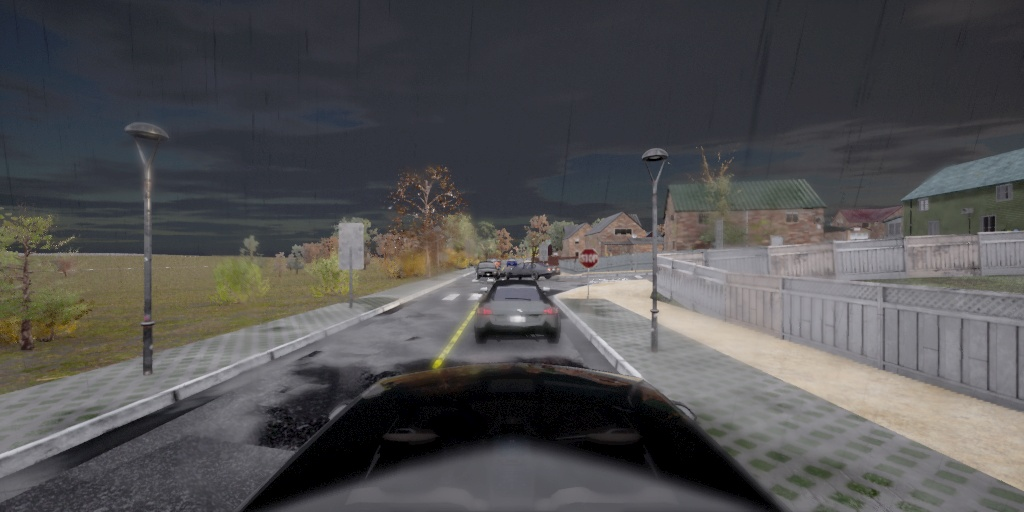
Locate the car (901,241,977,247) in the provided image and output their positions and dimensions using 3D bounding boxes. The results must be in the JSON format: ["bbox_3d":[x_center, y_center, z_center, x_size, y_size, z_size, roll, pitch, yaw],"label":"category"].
[{"bbox_3d":[23.885,-0.208,20.579,4.902,1.511,2.128,-3,0,14],"label":"car"}]

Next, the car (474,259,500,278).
[{"bbox_3d":[-2.256,1.258,31.532,1.837,1.490,4.892,0,0,-8],"label":"car"}]

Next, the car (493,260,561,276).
[{"bbox_3d":[1.332,1.198,28.621,5.357,1.411,2.033,-4,-3,43],"label":"car"}]

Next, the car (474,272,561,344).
[{"bbox_3d":[0.101,1.313,9.606,1.994,1.385,4.181,0,0,-1],"label":"car"}]

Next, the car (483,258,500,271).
[{"bbox_3d":[-2.855,1.121,51.350,2.097,1.767,4.553,0,0,1],"label":"car"}]

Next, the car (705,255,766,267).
[{"bbox_3d":[14.384,0.413,22.999,4.181,1.385,1.994,-3,0,16],"label":"car"}]
